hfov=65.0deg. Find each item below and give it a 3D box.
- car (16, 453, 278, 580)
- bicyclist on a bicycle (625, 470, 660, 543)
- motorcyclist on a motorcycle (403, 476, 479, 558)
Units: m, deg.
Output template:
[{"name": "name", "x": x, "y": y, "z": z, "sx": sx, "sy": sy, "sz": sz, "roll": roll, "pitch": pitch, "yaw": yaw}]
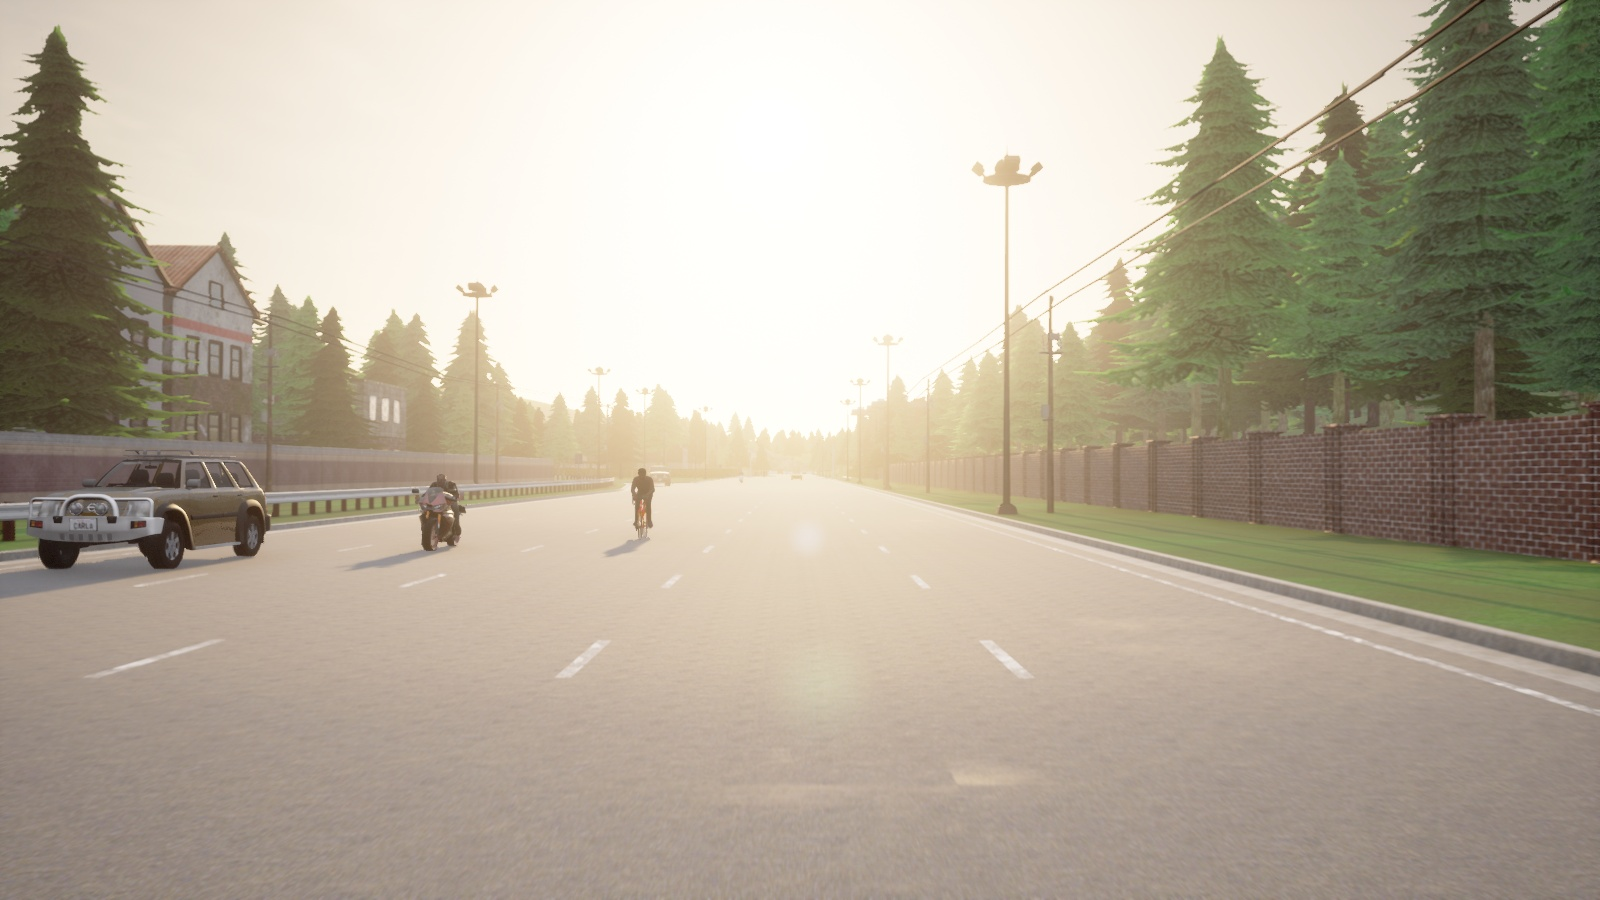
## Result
[{"name": "car", "x": -10.551, "y": 1.021, "z": 20.754, "sx": 1.932, "sy": 1.855, "sz": 4.605, "roll": 0, "pitch": -1, "yaw": 0}, {"name": "bicyclist on a bicycle", "x": -3.569, "y": 1.260, "z": 28.585, "sx": 0.582, "sy": 1.620, "sz": 1.656, "roll": 0, "pitch": -1, "yaw": 0}, {"name": "motorcyclist on a motorcycle", "x": -7.060, "y": 1.293, "z": 24.810, "sx": 0.866, "sy": 1.530, "sz": 2.191, "roll": 0, "pitch": -1, "yaw": 0}]
